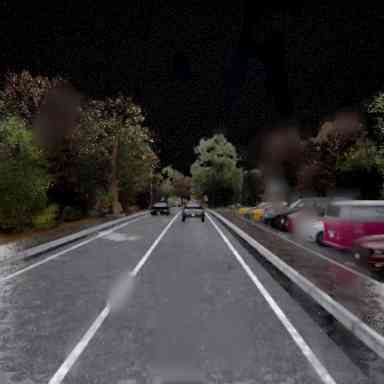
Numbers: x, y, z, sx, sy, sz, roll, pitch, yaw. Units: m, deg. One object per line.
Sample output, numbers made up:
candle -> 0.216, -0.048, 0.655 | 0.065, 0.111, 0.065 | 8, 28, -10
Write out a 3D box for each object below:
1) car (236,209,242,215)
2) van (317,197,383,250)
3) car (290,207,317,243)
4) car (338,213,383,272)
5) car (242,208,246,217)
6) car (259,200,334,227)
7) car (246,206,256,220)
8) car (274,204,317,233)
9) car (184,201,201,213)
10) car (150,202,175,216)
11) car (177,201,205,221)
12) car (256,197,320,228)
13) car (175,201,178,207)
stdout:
car -> 6.915, 1.653, 31.418 | 5.366, 1.575, 1.946 | 0, -1, 0
van -> 7.197, 1.289, 12.002 | 4.442, 1.987, 1.878 | 0, 0, 0
car -> 7.086, 1.568, 14.777 | 4.674, 1.452, 2.002 | 0, 0, 0
car -> 7.083, 1.501, 9.224 | 5.008, 1.535, 2.097 | 0, 0, 0
car -> 7.103, 1.621, 28.649 | 4.892, 1.521, 2.231 | 0, -1, 0
car -> 7.123, 1.445, 23.101 | 4.553, 1.767, 2.185 | 0, 0, 0
car -> 7.101, 1.591, 25.877 | 5.008, 1.535, 2.097 | 0, 0, 0
car -> 7.115, 1.571, 17.552 | 4.792, 1.488, 2.163 | 0, 0, 0
car -> 0.078, 1.990, 45.446 | 2.128, 1.511, 4.902 | 0, -1, 0
car -> -3.331, 1.830, 36.083 | 2.033, 1.411, 5.357 | 0, -1, 0
car -> 0.110, 1.648, 28.614 | 2.128, 1.511, 4.902 | 0, -1, 0
car -> 7.061, 1.303, 20.330 | 5.566, 2.045, 2.435 | 0, 0, 0
car -> -3.211, 2.858, 76.845 | 1.837, 1.490, 4.892 | 0, -2, 0
